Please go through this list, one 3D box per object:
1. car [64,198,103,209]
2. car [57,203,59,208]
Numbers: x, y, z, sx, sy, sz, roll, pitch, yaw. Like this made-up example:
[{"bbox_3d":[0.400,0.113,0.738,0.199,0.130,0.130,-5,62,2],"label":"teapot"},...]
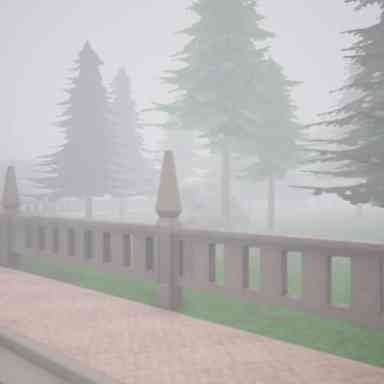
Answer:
[{"bbox_3d":[-14.272,1.490,44.519,2.128,1.511,4.902,0,0,36],"label":"car"},{"bbox_3d":[-17.136,1.505,46.533,1.837,1.490,4.892,0,0,36],"label":"car"}]
